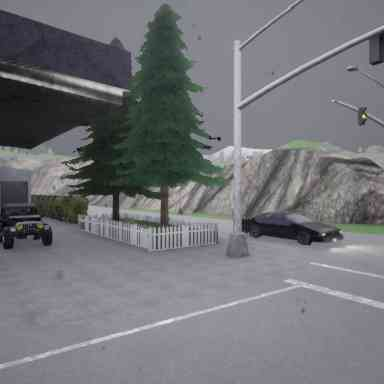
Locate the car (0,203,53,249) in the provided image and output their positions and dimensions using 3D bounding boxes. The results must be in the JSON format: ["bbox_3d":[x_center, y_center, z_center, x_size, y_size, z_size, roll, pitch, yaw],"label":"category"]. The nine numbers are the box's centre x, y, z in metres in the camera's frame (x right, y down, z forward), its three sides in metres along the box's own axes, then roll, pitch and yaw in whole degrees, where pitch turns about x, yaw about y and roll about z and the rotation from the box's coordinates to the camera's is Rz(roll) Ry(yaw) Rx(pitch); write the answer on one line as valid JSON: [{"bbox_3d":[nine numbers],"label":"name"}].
[{"bbox_3d":[-8.041,1.505,15.808,1.905,1.878,3.866,0,0,-37],"label":"car"}]

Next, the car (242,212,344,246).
[{"bbox_3d":[4.785,1.739,16.908,2.033,1.411,5.357,0,0,-36],"label":"car"}]
